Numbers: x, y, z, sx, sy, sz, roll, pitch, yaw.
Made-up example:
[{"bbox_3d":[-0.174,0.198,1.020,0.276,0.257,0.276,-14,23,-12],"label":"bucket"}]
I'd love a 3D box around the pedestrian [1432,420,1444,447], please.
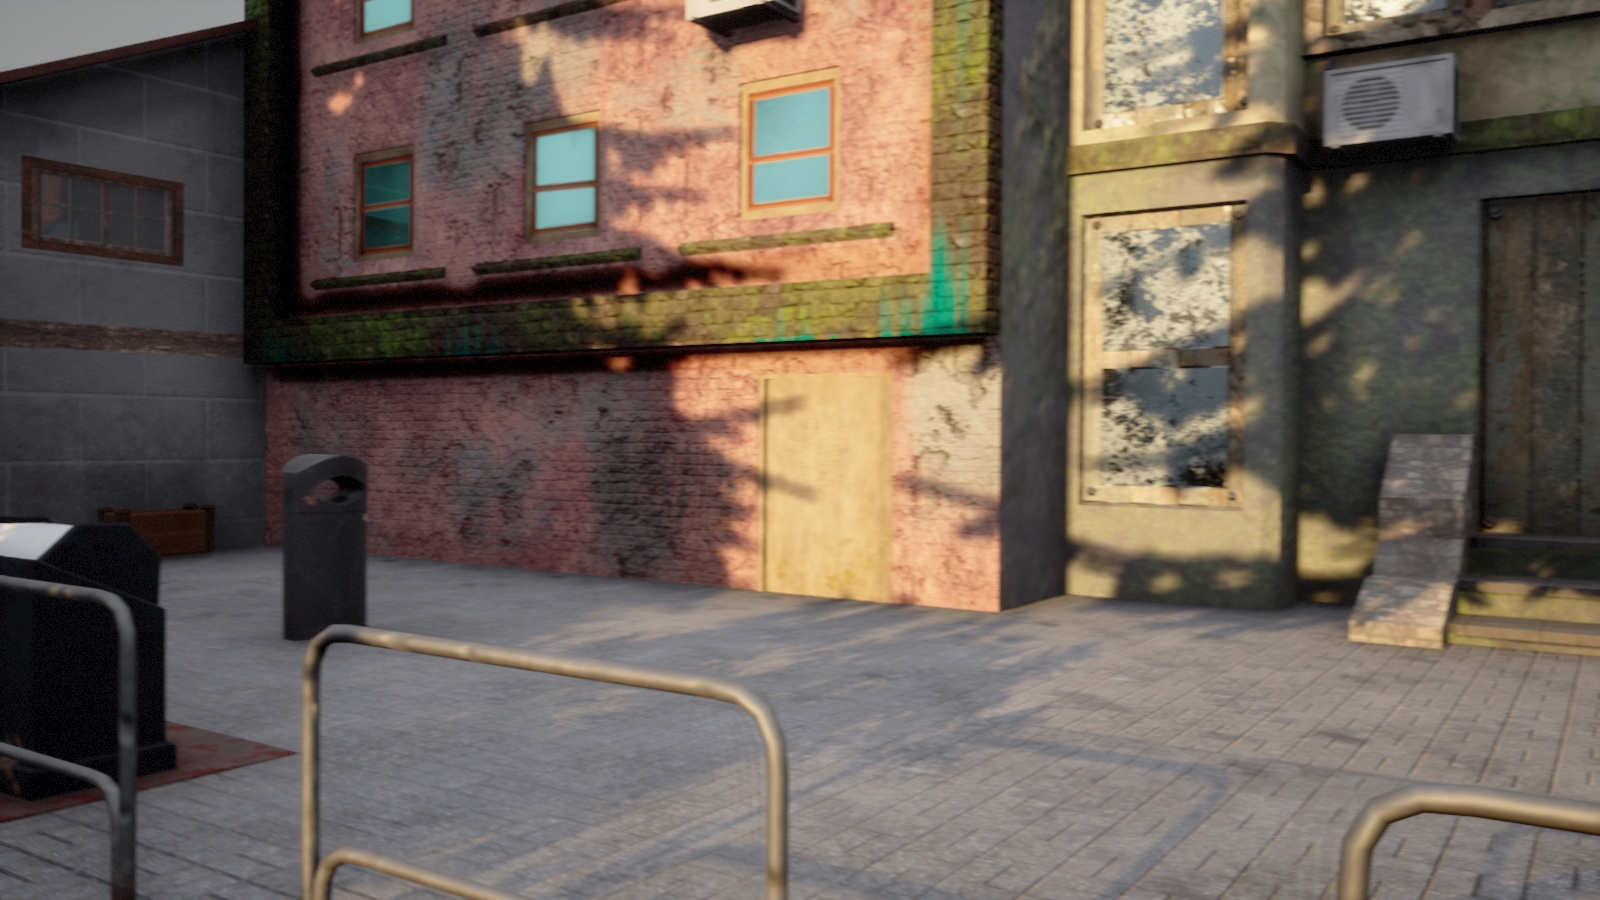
[{"bbox_3d":[43.559,-1.105,85.729,0.726,1.835,0.370,0,1,32],"label":"pedestrian"}]
